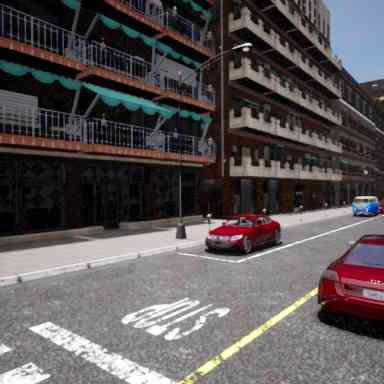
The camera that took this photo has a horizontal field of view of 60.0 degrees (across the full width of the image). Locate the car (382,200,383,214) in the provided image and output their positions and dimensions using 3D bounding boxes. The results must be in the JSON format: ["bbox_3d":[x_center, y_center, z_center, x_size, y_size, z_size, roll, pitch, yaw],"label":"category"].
[{"bbox_3d":[19.690,1.563,35.374,1.802,1.307,4.206,-1,-1,39],"label":"car"}]

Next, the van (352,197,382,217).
[{"bbox_3d":[16.156,1.323,30.948,1.690,1.788,3.998,-1,-1,39],"label":"van"}]

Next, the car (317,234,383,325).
[{"bbox_3d":[4.086,1.560,6.723,1.994,1.385,4.181,0,0,39],"label":"car"}]

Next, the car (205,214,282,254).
[{"bbox_3d":[2.227,1.572,13.480,1.802,1.307,4.206,-1,-1,39],"label":"car"}]
